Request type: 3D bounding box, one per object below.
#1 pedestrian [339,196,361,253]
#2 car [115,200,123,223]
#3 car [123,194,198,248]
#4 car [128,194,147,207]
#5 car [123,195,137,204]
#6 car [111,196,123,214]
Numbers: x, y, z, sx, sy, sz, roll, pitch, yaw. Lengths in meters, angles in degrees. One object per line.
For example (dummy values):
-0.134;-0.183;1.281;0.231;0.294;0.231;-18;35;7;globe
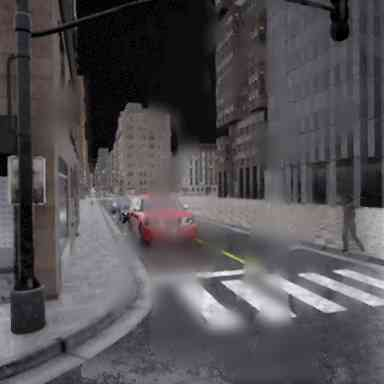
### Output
5.018;1.009;10.627;0.375;1.860;0.375;-1;1;-17;pedestrian
-4.316;1.499;24.413;1.895;1.301;4.718;-1;0;-17;car
-1.535;1.142;14.996;2.150;2.045;5.566;-1;0;-19;car
-7.881;1.144;47.495;2.097;1.767;4.553;-1;0;-17;car
-10.700;1.248;56.924;1.882;1.535;5.008;-1;0;-17;car
-7.169;1.227;33.986;2.097;1.767;4.553;-1;0;-17;car
